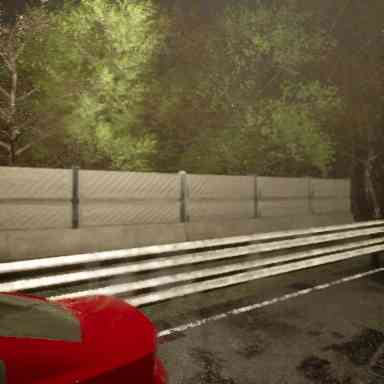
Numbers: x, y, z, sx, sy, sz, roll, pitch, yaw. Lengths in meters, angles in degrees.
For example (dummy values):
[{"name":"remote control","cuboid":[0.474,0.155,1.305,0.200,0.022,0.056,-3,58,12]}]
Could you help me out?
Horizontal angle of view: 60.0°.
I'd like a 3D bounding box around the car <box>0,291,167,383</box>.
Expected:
[{"name":"car","cuboid":[-2.538,1.485,1.876,5.008,1.535,1.882,-1,0,-35]}]
